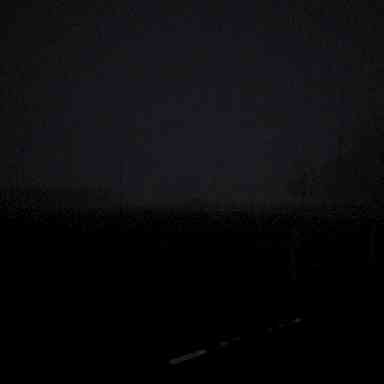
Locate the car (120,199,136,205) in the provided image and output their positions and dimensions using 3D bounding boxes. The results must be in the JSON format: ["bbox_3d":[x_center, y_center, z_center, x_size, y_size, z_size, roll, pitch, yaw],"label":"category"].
[{"bbox_3d":[-17.331,2.736,92.321,1.837,1.490,4.892,2,-1,-36],"label":"car"}]

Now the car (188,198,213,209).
[{"bbox_3d":[1.520,2.116,61.707,2.150,2.045,5.566,2,-2,-36],"label":"car"}]
